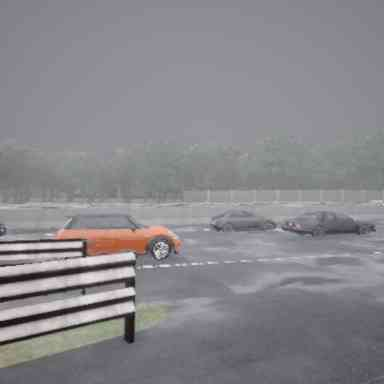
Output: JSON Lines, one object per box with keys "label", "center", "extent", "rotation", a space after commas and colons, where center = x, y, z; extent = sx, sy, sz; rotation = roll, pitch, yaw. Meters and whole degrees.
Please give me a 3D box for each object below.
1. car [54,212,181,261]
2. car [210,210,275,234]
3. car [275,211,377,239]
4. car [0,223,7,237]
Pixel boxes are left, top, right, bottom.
{"label": "car", "center": [-2.728, 1.577, 12.375], "extent": [4.553, 1.767, 2.097], "rotation": [0, -1, -16]}
{"label": "car", "center": [3.261, 1.869, 21.415], "extent": [4.181, 1.385, 1.994], "rotation": [0, -1, -16]}
{"label": "car", "center": [7.839, 1.828, 19.108], "extent": [5.357, 1.411, 2.033], "rotation": [0, -1, -16]}
{"label": "car", "center": [-11.847, 1.840, 17.001], "extent": [4.181, 1.385, 1.994], "rotation": [0, -1, -16]}
